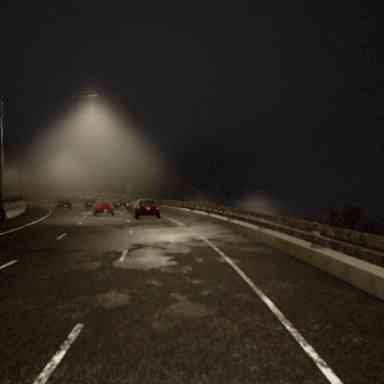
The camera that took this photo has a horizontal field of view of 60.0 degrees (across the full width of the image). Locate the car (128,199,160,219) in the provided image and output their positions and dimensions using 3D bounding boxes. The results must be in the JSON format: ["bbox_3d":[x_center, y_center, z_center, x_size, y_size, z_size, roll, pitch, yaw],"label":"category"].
[{"bbox_3d":[-4.165,1.379,29.484,2.097,1.767,4.553,0,1,-15],"label":"car"}]

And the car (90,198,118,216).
[{"bbox_3d":[-8.826,1.570,33.147,1.812,1.442,4.674,0,0,-20],"label":"car"}]

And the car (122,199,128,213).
[{"bbox_3d":[-5.522,1.559,34.317,2.033,1.411,5.357,0,-1,-20],"label":"car"}]

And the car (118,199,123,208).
[{"bbox_3d":[-10.051,1.649,45.968,1.895,1.301,4.718,0,0,-25],"label":"car"}]

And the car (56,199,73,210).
[{"bbox_3d":[-17.123,1.619,44.605,1.812,1.442,4.674,0,0,-25],"label":"car"}]

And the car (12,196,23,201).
[{"bbox_3d":[-40.846,1.735,77.356,4.892,1.490,1.837,0,0,43],"label":"car"}]

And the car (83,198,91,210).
[{"bbox_3d":[-13.668,1.597,45.460,1.812,1.442,4.674,0,0,-25],"label":"car"}]
